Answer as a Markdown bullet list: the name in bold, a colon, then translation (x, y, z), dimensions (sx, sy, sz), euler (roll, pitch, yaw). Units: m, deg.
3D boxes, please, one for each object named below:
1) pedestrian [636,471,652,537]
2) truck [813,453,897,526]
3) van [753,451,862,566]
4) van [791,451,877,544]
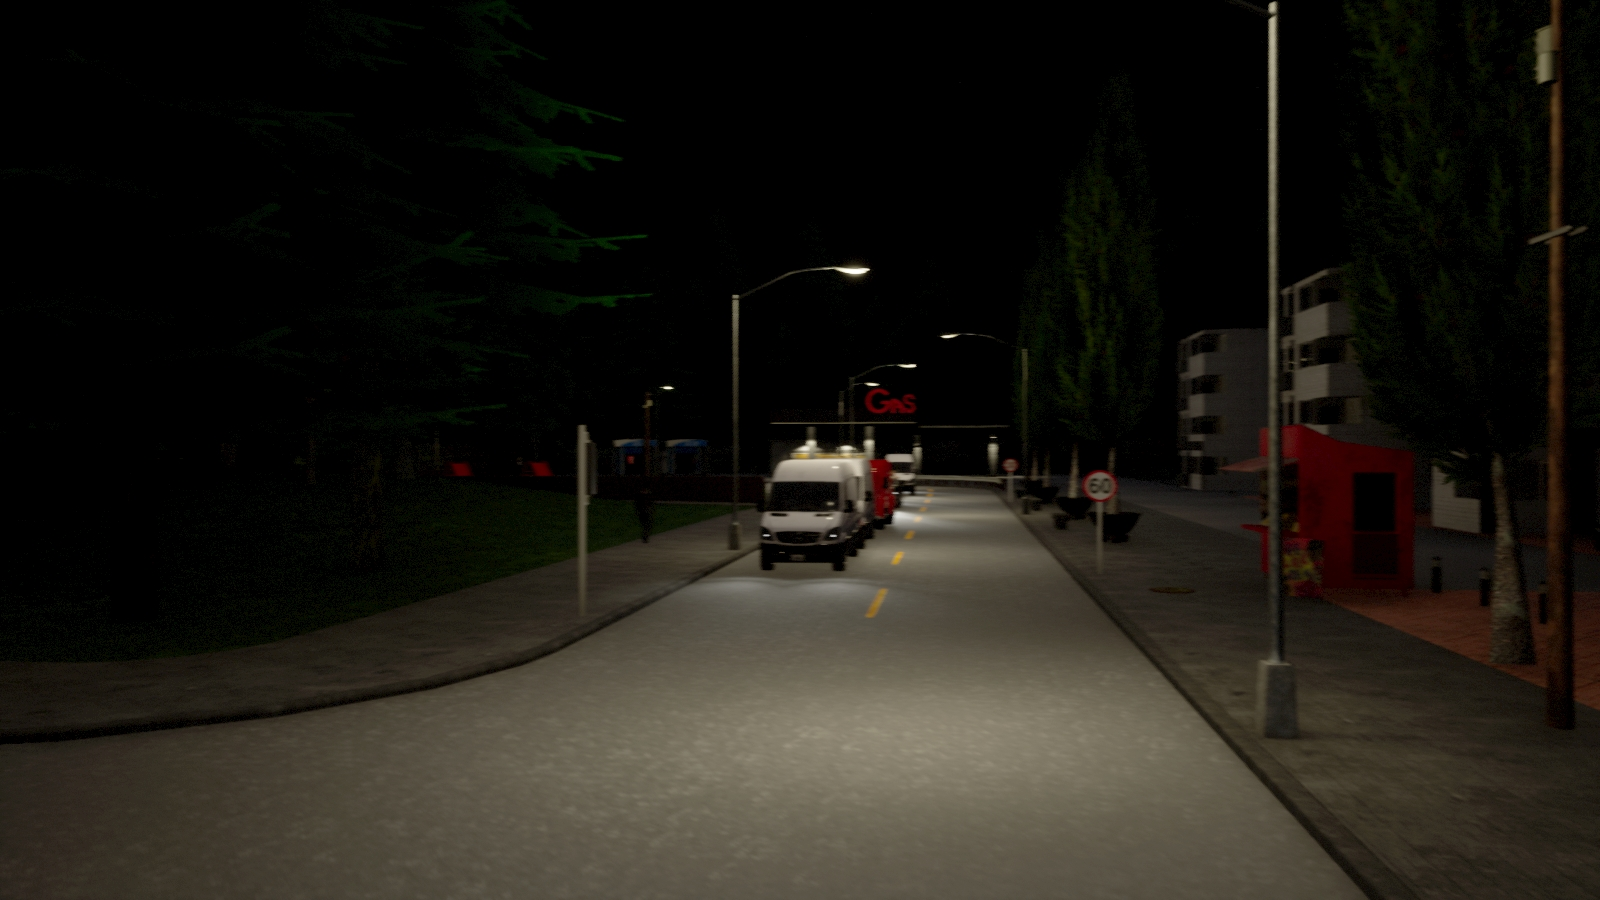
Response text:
- **pedestrian**: translation (-4.454, 1.537, 32.668), dimensions (0.375, 1.860, 0.375), euler (0, 0, 8)
- **truck**: translation (2.106, 1.349, 41.681), dimensions (2.627, 2.467, 5.204), euler (0, 0, 8)
- **van**: translation (0.320, 1.317, 28.561), dimensions (1.988, 2.561, 5.915), euler (0, 0, 8)
- **van**: translation (1.119, 1.316, 34.444), dimensions (1.988, 2.561, 5.915), euler (0, 0, 8)
